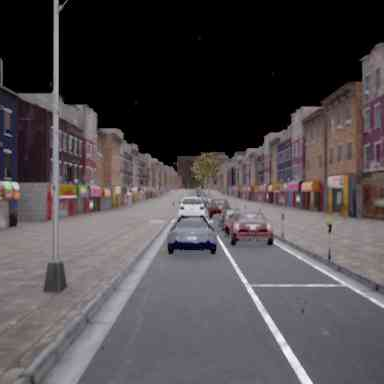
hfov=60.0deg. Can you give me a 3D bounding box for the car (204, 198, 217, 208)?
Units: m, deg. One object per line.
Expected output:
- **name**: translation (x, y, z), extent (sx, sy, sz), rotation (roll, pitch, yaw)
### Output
- **car**: translation (3.026, 1.733, 54.273), extent (1.882, 1.535, 5.008), rotation (0, 0, 0)

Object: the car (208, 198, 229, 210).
- **car**: translation (2.647, 1.572, 32.974), extent (2.192, 1.841, 5.009), rotation (0, 0, 0)

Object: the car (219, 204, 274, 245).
- **car**: translation (2.638, 1.594, 16.303), extent (1.967, 1.590, 4.097), rotation (0, 0, 0)

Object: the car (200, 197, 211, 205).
- **car**: translation (2.661, 1.739, 66.321), extent (1.887, 1.381, 4.507), rotation (1, 0, 0)

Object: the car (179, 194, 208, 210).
- **car**: translation (0.007, 1.457, 29.029), extent (2.150, 2.045, 5.566), rotation (0, 0, 0)

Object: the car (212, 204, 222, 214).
- **car**: translation (2.641, 1.749, 21.859), extent (2.008, 1.369, 4.403), rotation (0, 0, 0)

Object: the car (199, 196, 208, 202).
- **car**: translation (2.666, 1.674, 77.441), extent (1.802, 1.307, 4.206), rotation (1, 1, 0)

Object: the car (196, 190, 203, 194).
- **car**: translation (2.680, 1.164, 94.115), extent (2.192, 1.841, 5.009), rotation (1, 1, 0)

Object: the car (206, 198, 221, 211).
- **car**: translation (3.034, 1.729, 47.465), extent (1.801, 1.575, 5.366), rotation (0, 0, 0)

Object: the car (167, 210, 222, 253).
- **car**: translation (0.007, 1.701, 14.313), extent (1.994, 1.385, 4.181), rotation (0, 0, 0)
